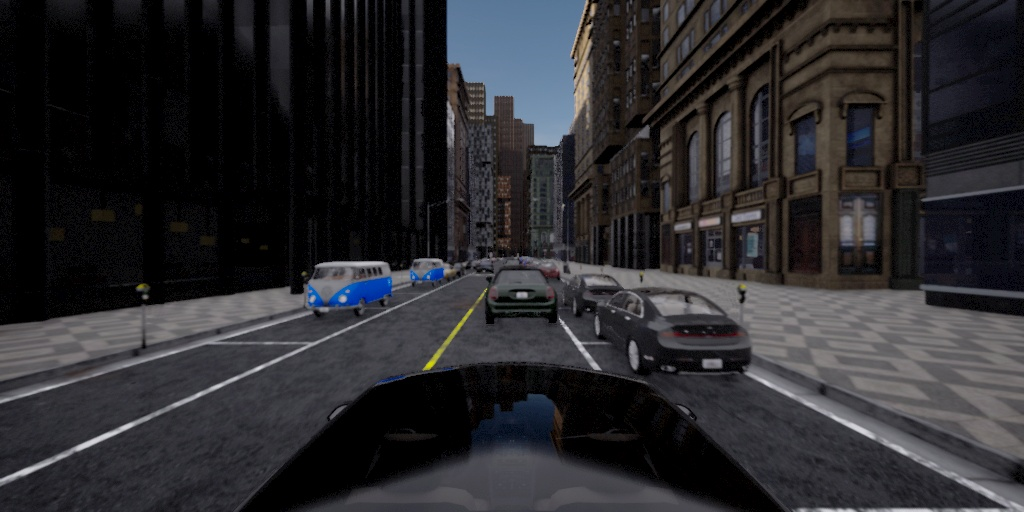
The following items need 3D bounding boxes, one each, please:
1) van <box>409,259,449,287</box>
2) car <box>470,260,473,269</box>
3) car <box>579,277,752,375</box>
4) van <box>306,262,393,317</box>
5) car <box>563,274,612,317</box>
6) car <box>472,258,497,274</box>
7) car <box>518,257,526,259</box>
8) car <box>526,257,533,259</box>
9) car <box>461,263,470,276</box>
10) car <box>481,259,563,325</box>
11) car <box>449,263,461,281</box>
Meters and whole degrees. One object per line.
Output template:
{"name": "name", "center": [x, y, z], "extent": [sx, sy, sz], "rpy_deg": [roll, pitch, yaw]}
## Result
{"name": "van", "center": [-5.670, 1.091, 24.230], "extent": [1.690, 1.789, 3.998], "rpy_deg": [0, 0, 0]}
{"name": "car", "center": [-5.673, 1.322, 52.473], "extent": [1.948, 1.339, 4.313], "rpy_deg": [0, 0, 0]}
{"name": "car", "center": [2.856, 1.300, 7.291], "extent": [2.007, 1.370, 4.403], "rpy_deg": [0, 0, 0]}
{"name": "van", "center": [-5.669, 1.091, 12.932], "extent": [1.690, 1.789, 3.998], "rpy_deg": [0, 0, 0]}
{"name": "car", "center": [2.856, 1.300, 12.940], "extent": [2.007, 1.370, 4.403], "rpy_deg": [0, 0, 0]}
{"name": "car", "center": [-3.022, 1.301, 41.633], "extent": [2.033, 1.411, 5.357], "rpy_deg": [0, 0, 0]}
{"name": "car", "center": [0.096, 1.104, 37.789], "extent": [2.097, 1.767, 4.553], "rpy_deg": [0, 0, 0]}
{"name": "car", "center": [2.853, 1.192, 41.182], "extent": [1.967, 1.591, 4.097], "rpy_deg": [0, 0, 0]}
{"name": "car", "center": [-5.672, 1.318, 35.527], "extent": [1.948, 1.339, 4.313], "rpy_deg": [0, 0, 0]}
{"name": "car", "center": [0.199, 1.102, 12.053], "extent": [2.097, 1.767, 4.553], "rpy_deg": [0, 0, -2]}
{"name": "car", "center": [-5.671, 1.276, 29.708], "extent": [1.751, 1.417, 4.829], "rpy_deg": [0, 0, 0]}
